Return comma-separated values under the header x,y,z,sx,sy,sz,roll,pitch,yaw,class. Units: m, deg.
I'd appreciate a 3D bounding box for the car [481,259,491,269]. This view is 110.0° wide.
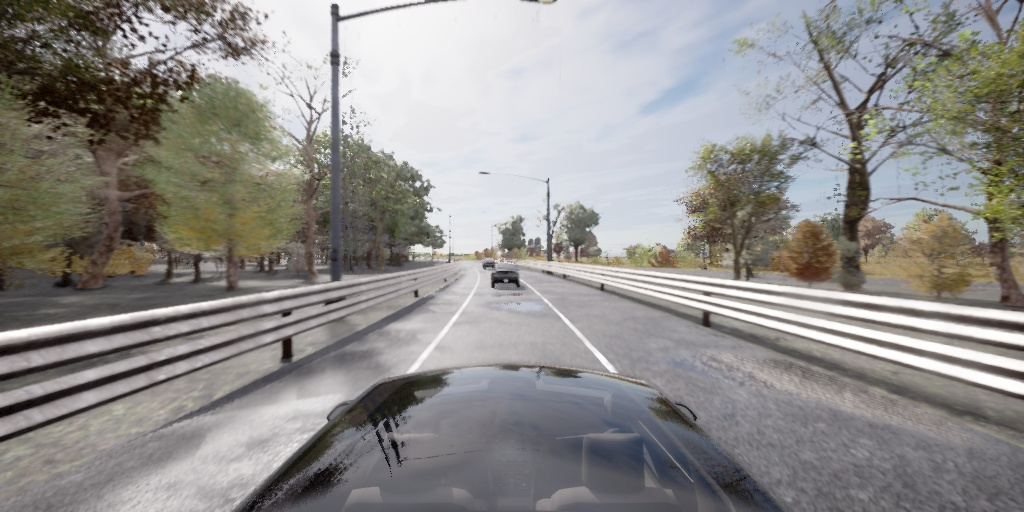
x,y,z,sx,sy,sz,roll,pitch,yaw,class
-3.560,1.245,54.217,1.837,1.490,4.892,0,0,-8,car

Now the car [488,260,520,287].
x,y,z,sx,sy,sz,roll,pitch,yaw,class
-0.536,1.261,24.560,1.837,1.490,4.892,0,0,-4,car
